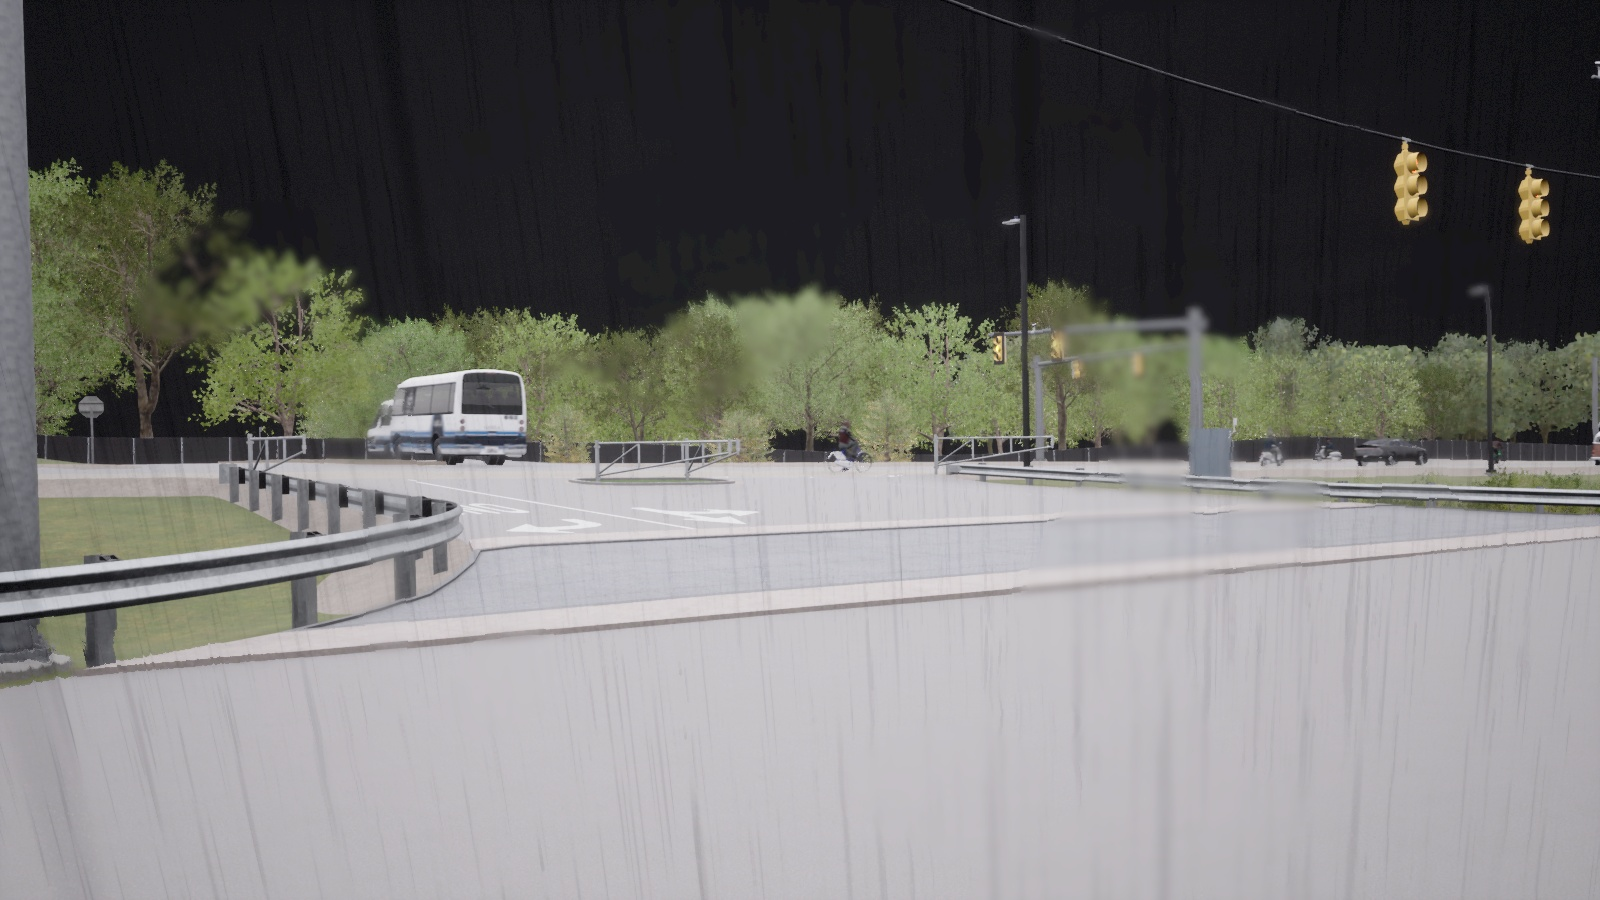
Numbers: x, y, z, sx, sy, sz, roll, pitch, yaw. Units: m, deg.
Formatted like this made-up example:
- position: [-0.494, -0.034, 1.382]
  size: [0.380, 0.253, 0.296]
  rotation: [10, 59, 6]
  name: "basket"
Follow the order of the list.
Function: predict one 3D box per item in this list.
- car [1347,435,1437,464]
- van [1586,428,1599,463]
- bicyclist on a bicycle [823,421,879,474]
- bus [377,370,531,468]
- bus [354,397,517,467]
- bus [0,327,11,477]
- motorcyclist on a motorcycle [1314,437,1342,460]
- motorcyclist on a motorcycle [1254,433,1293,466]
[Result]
- position: [31.413, -0.021, 66.614]
  size: [4.902, 1.511, 2.128]
  rotation: [0, 0, -34]
  name: "car"
- position: [48.471, -0.277, 73.919]
  size: [4.480, 2.038, 2.069]
  rotation: [0, 0, -34]
  name: "van"
- position: [1.716, -0.099, 42.309]
  size: [1.843, 1.776, 0.659]
  rotation: [-1, 2, -34]
  name: "bicyclist on a bicycle"
- position: [-16.547, -1.358, 59.380]
  size: [3.944, 4.253, 10.273]
  rotation: [0, 0, -34]
  name: "bus"
- position: [-25.313, -1.148, 87.424]
  size: [10.273, 4.253, 3.944]
  rotation: [2, -2, -25]
  name: "bus"
- position: [-27.920, -1.348, 34.686]
  size: [10.273, 4.253, 3.944]
  rotation: [0, 0, -34]
  name: "bus"
- position: [38.578, -0.107, 91.700]
  size: [1.817, 1.590, 0.866]
  rotation: [-1, 0, 20]
  name: "motorcyclist on a motorcycle"
- position: [22.945, -0.017, 60.891]
  size: [1.817, 1.590, 0.866]
  rotation: [0, 0, -34]
  name: "motorcyclist on a motorcycle"
